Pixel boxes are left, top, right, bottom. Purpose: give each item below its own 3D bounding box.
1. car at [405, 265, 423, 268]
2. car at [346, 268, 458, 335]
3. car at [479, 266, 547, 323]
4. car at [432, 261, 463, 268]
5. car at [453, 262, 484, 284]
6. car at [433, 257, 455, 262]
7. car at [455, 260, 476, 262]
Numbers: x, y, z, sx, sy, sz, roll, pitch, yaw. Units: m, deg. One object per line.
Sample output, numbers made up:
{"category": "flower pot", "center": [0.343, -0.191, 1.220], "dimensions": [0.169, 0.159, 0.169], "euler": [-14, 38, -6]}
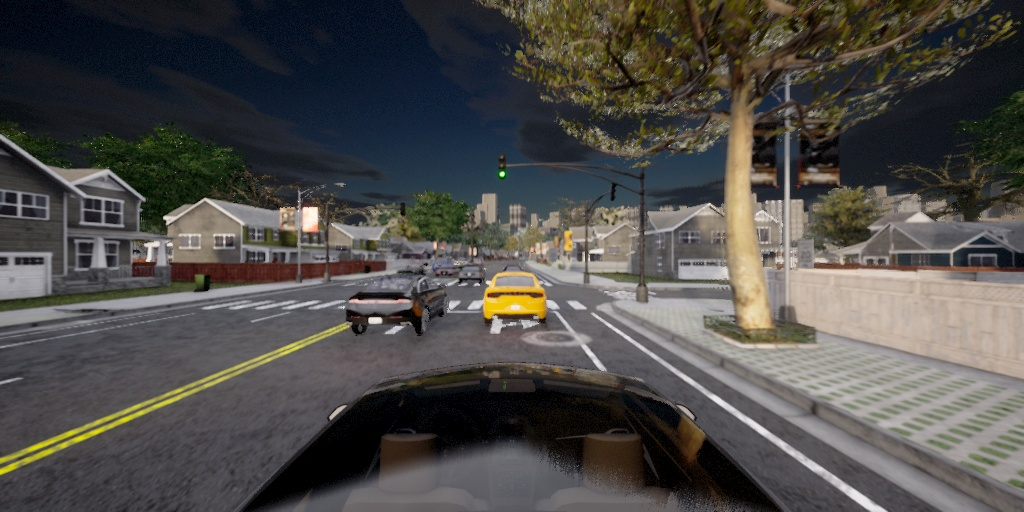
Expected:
{"category": "car", "center": [-9.851, 1.521, 35.377], "dimensions": [1.895, 1.301, 4.718], "euler": [0, 0, 0]}
{"category": "car", "center": [-3.152, 1.291, 10.698], "dimensions": [2.128, 1.511, 4.902], "euler": [0, 0, 0]}
{"category": "car", "center": [0.096, 1.286, 12.420], "dimensions": [1.882, 1.535, 5.008], "euler": [0, 0, 0]}
{"category": "car", "center": [-6.600, 1.490, 36.894], "dimensions": [1.994, 1.385, 4.181], "euler": [0, 0, 0]}
{"category": "car", "center": [-3.153, 1.439, 29.079], "dimensions": [2.033, 1.411, 5.357], "euler": [0, 0, 0]}
{"category": "car", "center": [-9.836, 1.209, 51.094], "dimensions": [2.150, 2.045, 5.566], "euler": [0, 0, 0]}
{"category": "car", "center": [-6.589, 1.586, 50.354], "dimensions": [1.895, 1.301, 4.718], "euler": [0, 0, 0]}
